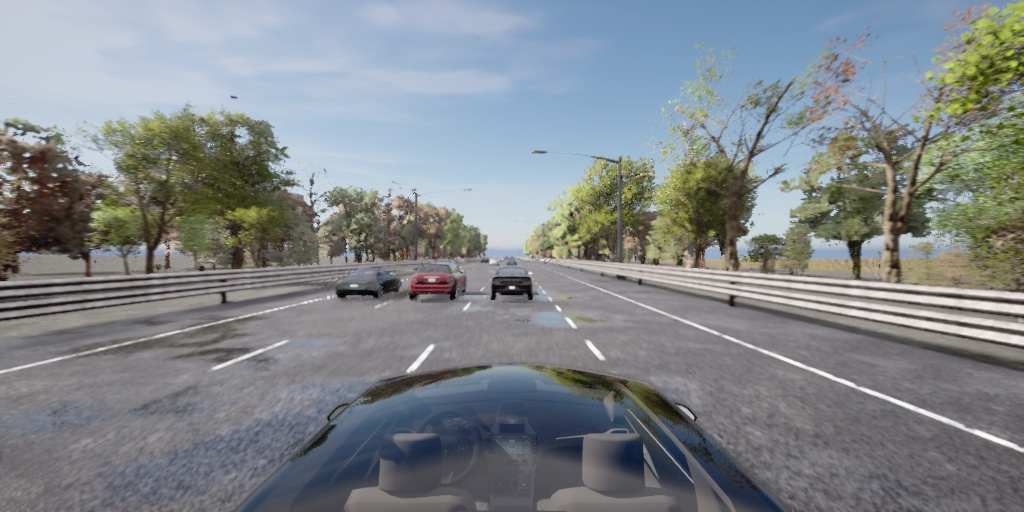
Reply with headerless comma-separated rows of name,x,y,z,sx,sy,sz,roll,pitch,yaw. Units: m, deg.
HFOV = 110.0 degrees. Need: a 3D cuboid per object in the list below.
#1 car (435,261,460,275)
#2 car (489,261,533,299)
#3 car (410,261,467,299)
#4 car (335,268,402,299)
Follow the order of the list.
car,-7.019,1.254,39.601,1.994,1.385,4.181,0,0,0
car,-0.006,1.199,17.840,1.882,1.535,5.008,0,0,0
car,-3.506,1.072,17.813,2.097,1.767,4.553,0,0,0
car,-7.008,1.285,17.935,1.994,1.385,4.181,0,0,0
